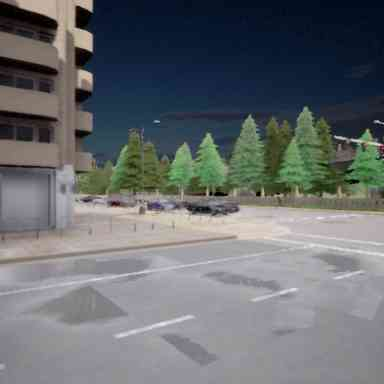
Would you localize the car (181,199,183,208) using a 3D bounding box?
[{"bbox_3d":[-1.968,1.526,43.792,2.033,1.411,5.357,0,0,-36],"label":"car"}]

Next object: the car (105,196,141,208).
[{"bbox_3d":[-9.994,1.325,47.881,4.553,1.767,2.097,0,0,42],"label":"car"}]

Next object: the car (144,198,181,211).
[{"bbox_3d":[-3.738,1.499,40.181,1.812,1.442,4.674,0,0,-36],"label":"car"}]

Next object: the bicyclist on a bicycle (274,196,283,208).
[{"bbox_3d":[11.441,1.295,43.886,1.656,1.620,0.582,0,0,-35],"label":"bicyclist on a bicycle"}]

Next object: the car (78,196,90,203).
[{"bbox_3d":[-20.196,1.477,66.131,4.892,1.490,1.837,0,0,15],"label":"car"}]

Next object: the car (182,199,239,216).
[{"bbox_3d":[1.696,1.521,32.462,2.033,1.411,5.357,0,0,-37],"label":"car"}]

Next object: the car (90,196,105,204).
[{"bbox_3d":[-15.645,1.577,60.432,4.718,1.301,1.895,0,0,26],"label":"car"}]

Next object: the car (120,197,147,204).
[{"bbox_3d":[-10.892,1.584,61.844,4.718,1.301,1.895,0,0,31],"label":"car"}]
